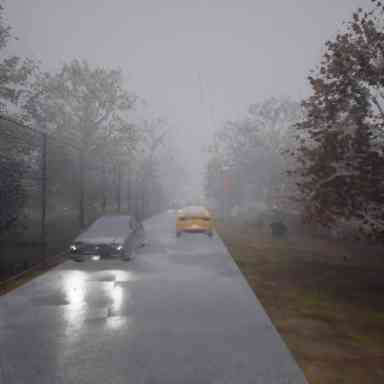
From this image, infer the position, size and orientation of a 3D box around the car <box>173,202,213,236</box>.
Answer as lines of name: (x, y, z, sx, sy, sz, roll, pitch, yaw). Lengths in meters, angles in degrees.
car: (0.132, 1.565, 18.993, 1.882, 1.535, 5.008, 0, -1, 0)

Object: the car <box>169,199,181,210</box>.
car: (-2.586, 1.981, 53.924, 2.097, 1.767, 4.553, 0, -1, 1)

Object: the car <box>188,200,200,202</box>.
car: (0.229, 1.729, 39.506, 2.097, 1.767, 4.553, 0, -1, 0)

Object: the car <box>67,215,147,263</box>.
car: (-2.835, 1.584, 12.454, 2.033, 1.411, 5.357, 0, 0, 0)
